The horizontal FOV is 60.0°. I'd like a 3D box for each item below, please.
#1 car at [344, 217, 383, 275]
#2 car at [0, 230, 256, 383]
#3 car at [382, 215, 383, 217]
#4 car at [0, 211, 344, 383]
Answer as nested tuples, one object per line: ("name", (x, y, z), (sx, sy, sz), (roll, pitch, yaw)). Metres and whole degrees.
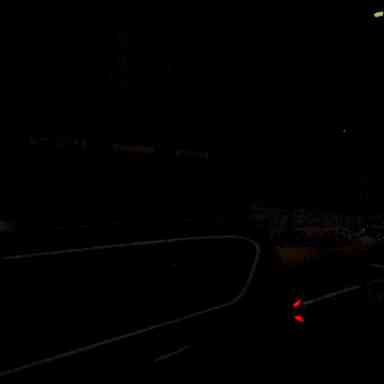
("car", (3.194, 1.525, 8.927), (4.829, 1.417, 1.752), (0, 0, -35))
("car", (-1.095, 1.566, 5.869), (4.313, 1.339, 1.947), (0, 0, -35))
("car", (7.759, 1.440, 12.183), (4.097, 1.590, 1.967), (0, 0, -35))
("car", (-1.540, 1.222, 2.276), (5.566, 2.045, 2.150), (0, 0, -35))
